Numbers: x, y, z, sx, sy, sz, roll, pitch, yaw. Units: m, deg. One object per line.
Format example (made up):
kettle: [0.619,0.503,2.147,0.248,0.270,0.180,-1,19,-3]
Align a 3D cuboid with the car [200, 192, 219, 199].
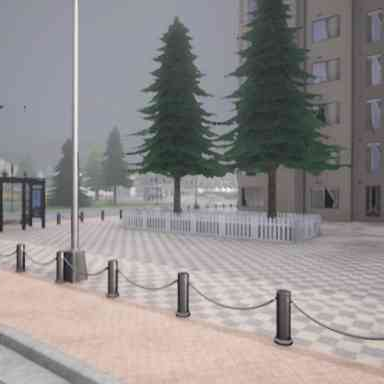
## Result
car: [5.158,1.140,91.421,3.806,1.475,1.970,0,0,35]

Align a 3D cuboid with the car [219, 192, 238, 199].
car: [9.522,1.167,84.720,3.633,1.501,1.845,0,0,35]
